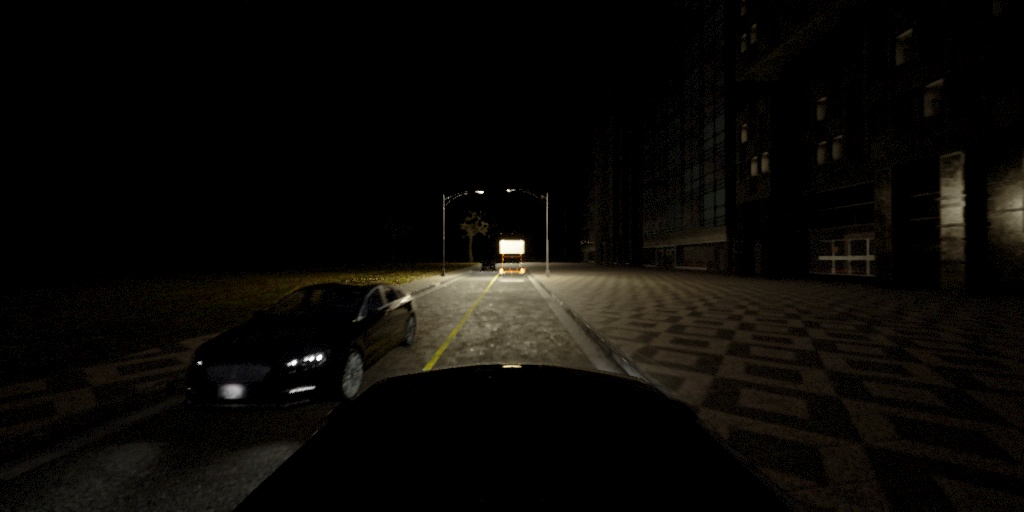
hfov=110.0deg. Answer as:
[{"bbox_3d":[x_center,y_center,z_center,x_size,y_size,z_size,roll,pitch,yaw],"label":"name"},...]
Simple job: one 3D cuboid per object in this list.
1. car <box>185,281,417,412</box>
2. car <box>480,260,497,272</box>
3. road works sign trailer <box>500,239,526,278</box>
[{"bbox_3d":[-3.100,1.240,6.430,2.128,1.511,4.902,0,0,0],"label":"car"},{"bbox_3d":[-3.076,1.249,47.430,1.837,1.490,4.892,0,0,0],"label":"car"},{"bbox_3d":[0.002,0.208,34.529,2.380,3.560,2.880,0,0,0],"label":"road works sign trailer"}]
